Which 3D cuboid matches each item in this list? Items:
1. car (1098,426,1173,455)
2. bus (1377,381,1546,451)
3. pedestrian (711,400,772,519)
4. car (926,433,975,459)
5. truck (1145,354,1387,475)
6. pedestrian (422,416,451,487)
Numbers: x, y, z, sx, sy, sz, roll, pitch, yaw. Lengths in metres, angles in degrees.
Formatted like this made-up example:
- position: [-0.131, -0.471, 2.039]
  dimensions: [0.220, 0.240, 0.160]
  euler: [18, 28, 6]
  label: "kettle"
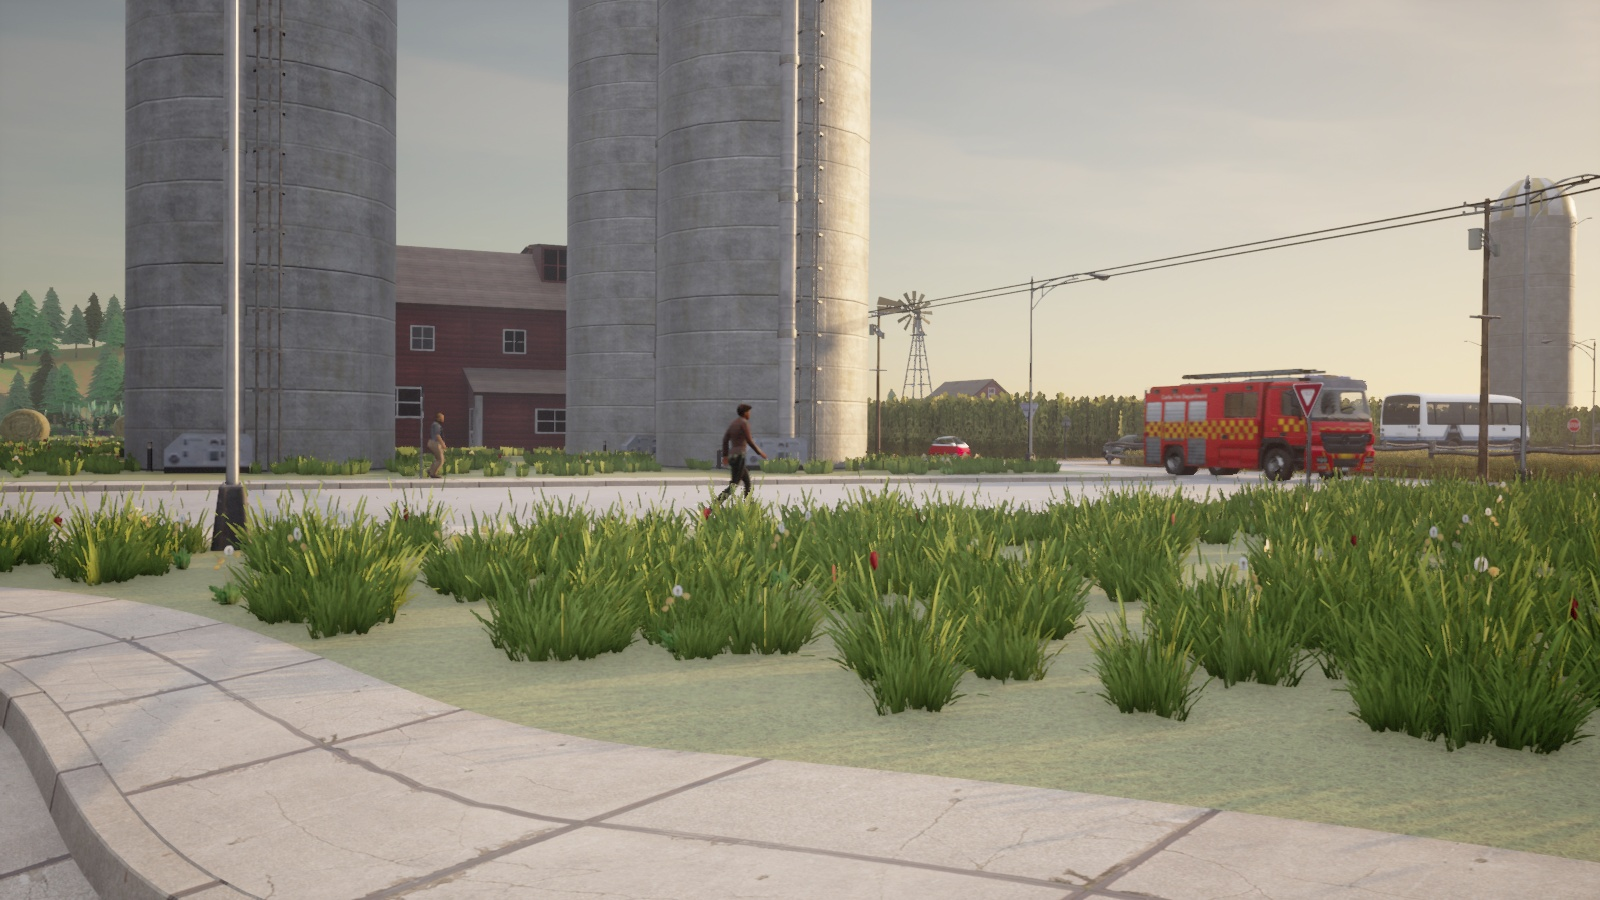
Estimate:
- position: [19.589, -0.550, 73.320]
  dimensions: [3.988, 1.617, 1.851]
  euler: [-1, 1, -24]
  label: "car"
- position: [42.122, -2.198, 79.918]
  dimensions: [10.273, 4.253, 3.944]
  euler: [-1, 1, -24]
  label: "bus"
- position: [-0.903, 0.131, 19.389]
  dimensions: [0.869, 1.805, 0.328]
  euler: [-1, 1, -26]
  label: "pedestrian"
- position: [8.142, -0.216, 68.014]
  dimensions: [2.207, 1.376, 1.481]
  euler: [0, 2, 32]
  label: "car"
- position: [16.159, -1.187, 44.390]
  dimensions: [2.891, 3.827, 8.468]
  euler: [-1, 1, -24]
  label: "truck"
- position: [-9.575, 0.024, 33.087]
  dimensions: [0.694, 1.848, 0.540]
  euler: [-1, 1, -18]
  label: "pedestrian"
